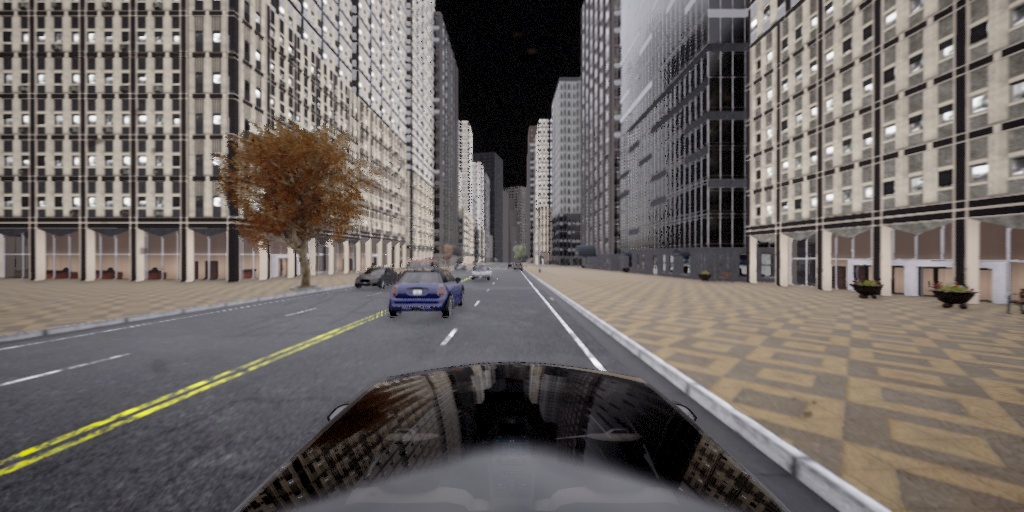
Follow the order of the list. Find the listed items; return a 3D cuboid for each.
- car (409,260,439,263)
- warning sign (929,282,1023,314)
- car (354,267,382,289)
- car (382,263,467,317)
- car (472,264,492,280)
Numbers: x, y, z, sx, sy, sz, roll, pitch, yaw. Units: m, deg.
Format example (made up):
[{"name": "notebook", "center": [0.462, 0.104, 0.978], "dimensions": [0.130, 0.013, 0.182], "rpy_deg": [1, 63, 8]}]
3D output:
[{"name": "car", "center": [-6.587, 1.295, 26.281], "dimensions": [2.150, 2.045, 5.566], "rpy_deg": [0, -1, 0]}, {"name": "warning sign", "center": [2.849, 0.862, 1.463], "dimensions": [1.300, 1.860, 1.060], "rpy_deg": [0, 0, 0]}, {"name": "car", "center": [-9.836, 1.580, 26.397], "dimensions": [1.837, 1.490, 4.892], "rpy_deg": [0, -1, 0]}, {"name": "car", "center": [-3.150, 1.264, 14.078], "dimensions": [2.097, 1.767, 4.553], "rpy_deg": [0, -1, 0]}, {"name": "car", "center": [-3.131, 1.833, 38.309], "dimensions": [1.895, 1.301, 4.718], "rpy_deg": [0, -1, 0]}]
